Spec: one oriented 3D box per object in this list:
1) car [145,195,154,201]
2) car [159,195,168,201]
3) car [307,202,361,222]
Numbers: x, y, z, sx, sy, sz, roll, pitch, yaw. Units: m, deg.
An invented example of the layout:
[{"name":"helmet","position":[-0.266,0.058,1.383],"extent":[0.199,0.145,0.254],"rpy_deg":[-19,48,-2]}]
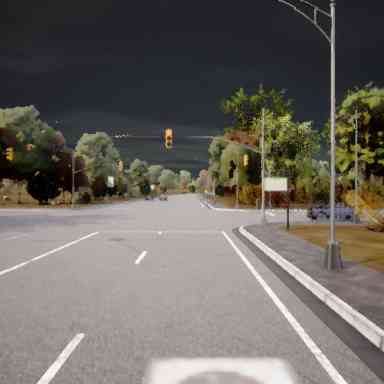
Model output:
[{"name":"car","position":[-10.500,1.514,82.135],"extent":[1.994,1.385,4.181],"rpy_deg":[0,0,0]},{"name":"car","position":[-7.000,1.430,80.924],"extent":[1.882,1.535,5.008],"rpy_deg":[0,0,0]},{"name":"car","position":[11.152,1.495,25.808],"extent":[4.181,1.385,1.994],"rpy_deg":[0,0,3]}]
